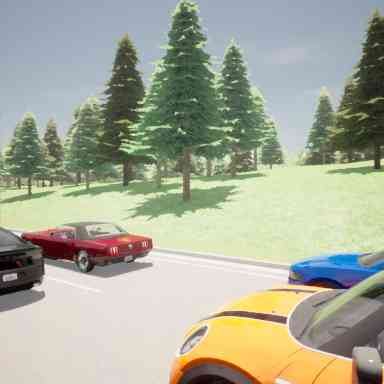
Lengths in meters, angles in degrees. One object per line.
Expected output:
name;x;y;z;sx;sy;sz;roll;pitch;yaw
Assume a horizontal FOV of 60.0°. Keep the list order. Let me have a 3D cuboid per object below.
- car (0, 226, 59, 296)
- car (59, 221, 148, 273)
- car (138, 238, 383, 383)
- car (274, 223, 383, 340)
car;-5.480;1.478;7.805;5.008;1.535;1.882;0;0;36
car;-3.592;1.601;10.760;4.718;1.301;1.895;0;0;36
car;1.989;1.352;2.569;4.553;1.767;2.097;0;0;36
car;4.084;1.478;5.372;5.008;1.535;1.882;0;0;36
